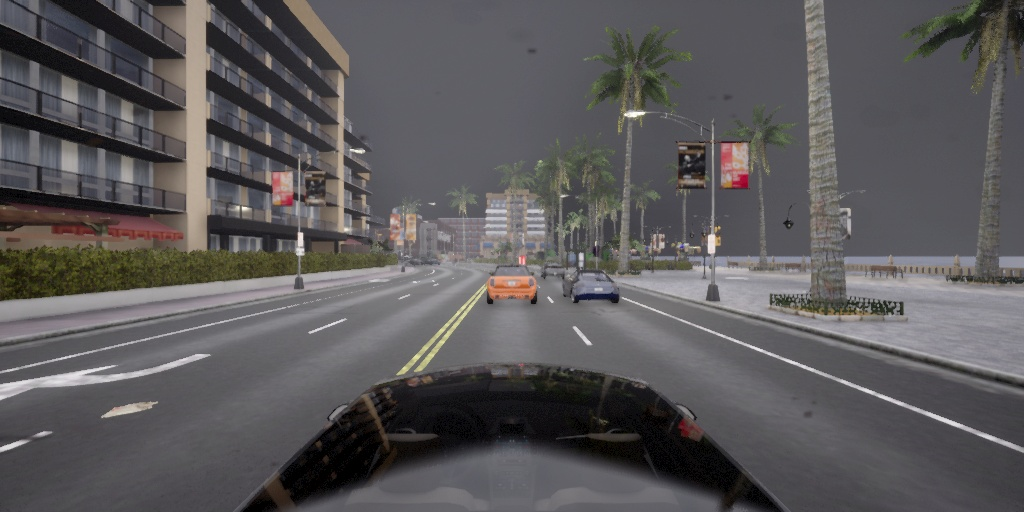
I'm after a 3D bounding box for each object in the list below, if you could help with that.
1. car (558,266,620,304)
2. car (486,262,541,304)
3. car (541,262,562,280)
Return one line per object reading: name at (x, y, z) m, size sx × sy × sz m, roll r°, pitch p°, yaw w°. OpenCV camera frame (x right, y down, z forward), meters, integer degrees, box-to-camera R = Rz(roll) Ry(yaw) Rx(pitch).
car at (3.500, 1.322, 16.500) m, size 1.994 × 1.385 × 4.181 m, roll 0°, pitch 0°, yaw 0°
car at (0.000, 1.116, 16.470) m, size 2.097 × 1.767 × 4.553 m, roll 0°, pitch 0°, yaw 0°
car at (3.500, 1.245, 31.500) m, size 2.128 × 1.511 × 4.902 m, roll 0°, pitch 0°, yaw 0°
